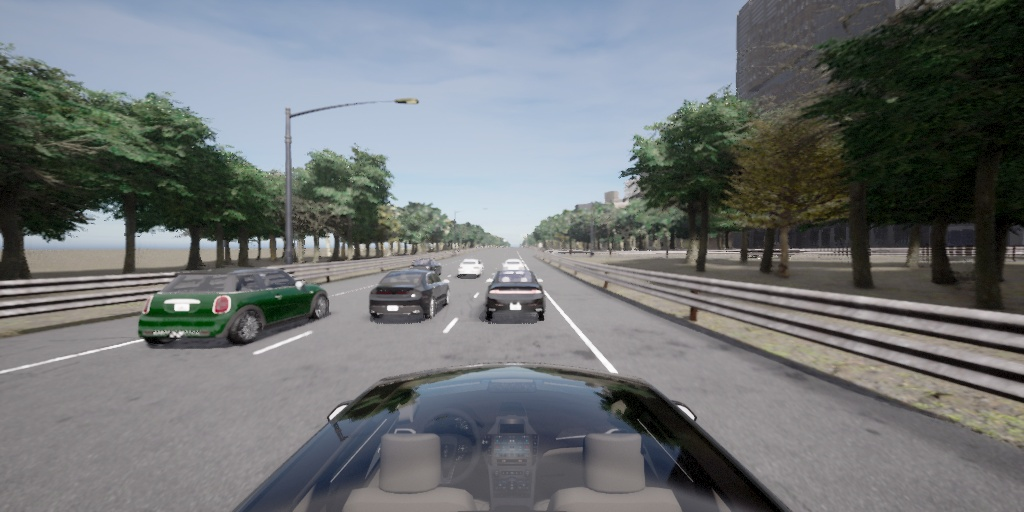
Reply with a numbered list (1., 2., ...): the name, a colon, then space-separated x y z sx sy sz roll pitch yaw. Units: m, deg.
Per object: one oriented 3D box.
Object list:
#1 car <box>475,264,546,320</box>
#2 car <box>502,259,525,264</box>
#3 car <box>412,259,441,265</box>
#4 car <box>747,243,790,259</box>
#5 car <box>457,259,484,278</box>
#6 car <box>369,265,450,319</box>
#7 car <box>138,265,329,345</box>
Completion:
1. car: 0.101 1.221 12.504 2.128 1.511 4.902 0 0 0
2. car: 0.118 0.984 30.015 1.812 1.442 4.674 0 1 0
3. car: -6.897 0.977 28.922 2.128 1.511 4.902 0 1 0
4. car: 35.071 -0.669 49.430 2.150 2.045 5.566 -1 1 -39
5. car: -3.398 0.984 29.994 1.812 1.442 4.674 0 1 0
6. car: -3.398 1.234 12.634 1.837 1.490 4.892 0 0 0
7. car: -6.898 1.091 9.621 2.097 1.767 4.553 0 0 0
